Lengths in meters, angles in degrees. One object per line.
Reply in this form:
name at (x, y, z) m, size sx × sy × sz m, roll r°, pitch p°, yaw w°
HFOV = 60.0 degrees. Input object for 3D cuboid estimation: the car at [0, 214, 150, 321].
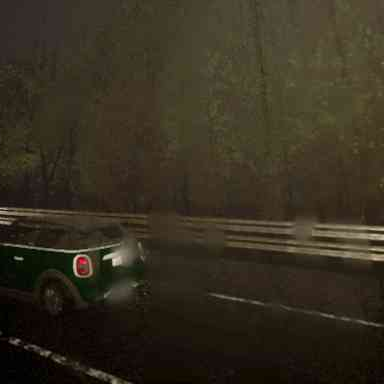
car at (-3.211, 1.311, 7.386) m, size 4.553 × 1.767 × 2.097 m, roll 0°, pitch 0°, yaw 31°
